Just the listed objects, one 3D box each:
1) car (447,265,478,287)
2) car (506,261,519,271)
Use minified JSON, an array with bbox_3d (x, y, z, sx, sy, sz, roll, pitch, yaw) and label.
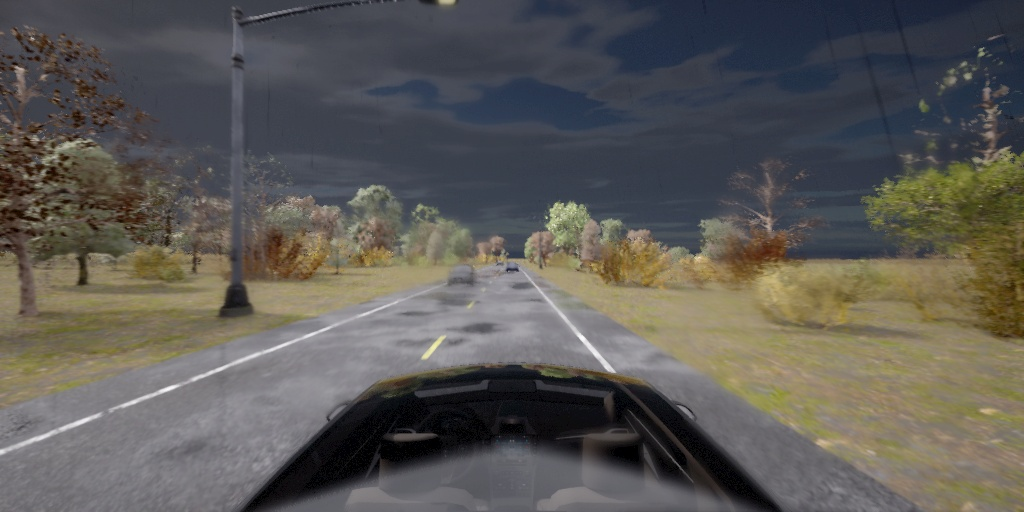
[{"bbox_3d":[-3.606,1.434,26.795,1.837,1.490,4.892,0,0,0],"label":"car"},{"bbox_3d":[0.058,1.725,58.589,1.994,1.385,4.181,0,0,0],"label":"car"}]
